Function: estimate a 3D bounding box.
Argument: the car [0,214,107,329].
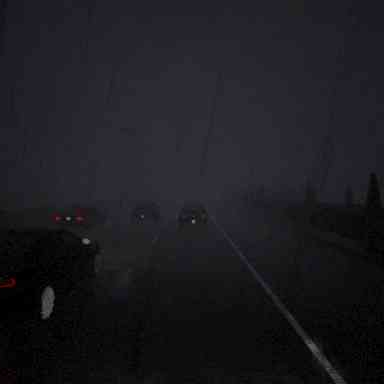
[{"bbox_3d":[-3.402,1.475,7.097,1.882,1.535,5.008,0,0,0],"label":"car"}]

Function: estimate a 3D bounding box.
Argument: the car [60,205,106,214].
[{"bbox_3d":[-6.905,1.540,21.069,2.033,1.411,5.357,0,0,0],"label":"car"}]

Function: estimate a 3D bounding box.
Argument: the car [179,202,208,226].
[{"bbox_3d":[0.095,1.592,23.430,1.895,1.301,4.718,0,0,0],"label":"car"}]

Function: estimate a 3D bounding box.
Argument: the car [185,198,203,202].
[{"bbox_3d":[0.272,1.489,41.081,1.837,1.490,4.892,0,0,1],"label":"car"}]

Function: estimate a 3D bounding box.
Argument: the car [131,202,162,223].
[{"bbox_3d":[-3.404,1.482,25.392,2.128,1.511,4.902,0,0,0],"label":"car"}]
